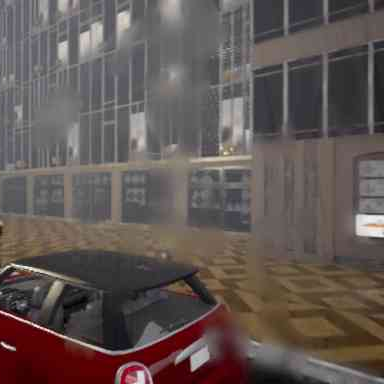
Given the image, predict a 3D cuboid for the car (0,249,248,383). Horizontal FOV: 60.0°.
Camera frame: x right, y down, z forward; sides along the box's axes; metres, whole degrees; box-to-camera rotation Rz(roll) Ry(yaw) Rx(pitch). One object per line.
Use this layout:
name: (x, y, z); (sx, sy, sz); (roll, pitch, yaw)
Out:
car: (-1.510, 1.421, 3.955); (4.097, 1.590, 1.967); (0, 0, 36)
